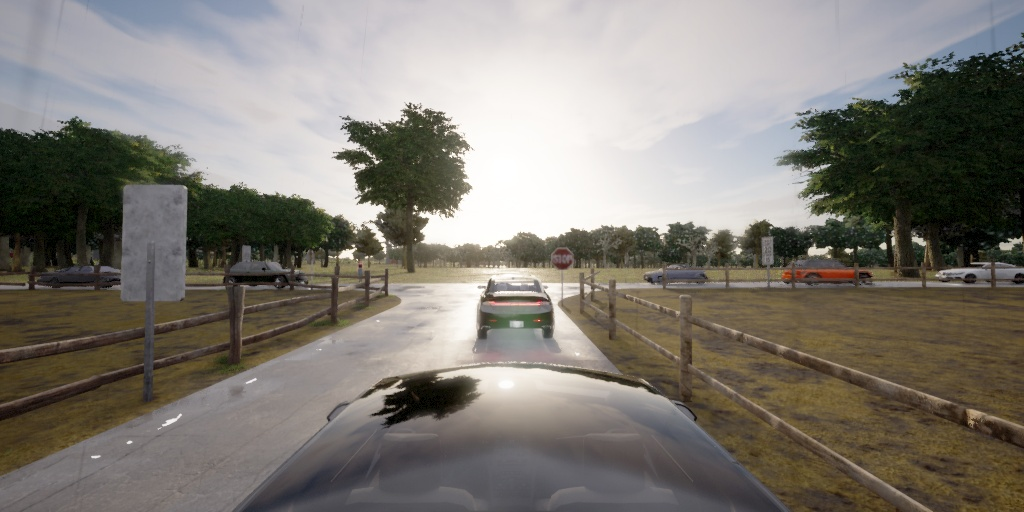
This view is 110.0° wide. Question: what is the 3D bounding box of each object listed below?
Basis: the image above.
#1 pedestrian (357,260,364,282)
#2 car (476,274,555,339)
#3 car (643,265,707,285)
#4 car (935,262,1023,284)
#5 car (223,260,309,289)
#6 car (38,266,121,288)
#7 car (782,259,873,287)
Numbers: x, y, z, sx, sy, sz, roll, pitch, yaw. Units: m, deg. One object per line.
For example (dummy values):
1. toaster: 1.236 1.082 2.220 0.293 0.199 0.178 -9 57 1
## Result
1. pedestrian: -12.189 1.189 28.848 0.375 1.860 0.375 0 -1 0
2. car: 0.041 1.255 10.106 2.128 1.511 4.902 0 0 -1
3. car: 11.620 1.327 25.732 4.181 1.385 1.994 0 -2 -2
4. car: 32.687 1.169 24.933 4.674 1.442 1.812 0 -2 8
5. car: -15.517 1.123 22.820 4.553 1.767 2.097 0 -2 1
6. car: -26.554 1.315 22.833 5.357 1.411 2.033 0 -2 0
7. car: 20.070 1.001 22.909 4.553 1.767 2.097 0 -1 1
